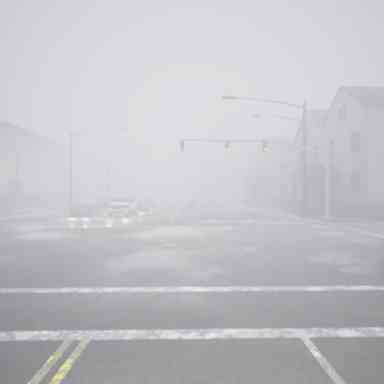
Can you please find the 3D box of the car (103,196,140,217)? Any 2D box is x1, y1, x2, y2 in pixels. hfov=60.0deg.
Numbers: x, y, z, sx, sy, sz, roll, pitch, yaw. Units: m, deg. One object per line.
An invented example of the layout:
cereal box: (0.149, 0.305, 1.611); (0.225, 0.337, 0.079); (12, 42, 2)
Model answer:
car: (-7.103, 1.430, 34.291); (2.150, 2.045, 5.566); (0, 0, 0)

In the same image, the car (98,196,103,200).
car: (-10.603, 1.480, 42.517); (2.150, 2.045, 5.566); (0, 0, 0)

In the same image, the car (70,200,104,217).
car: (-10.602, 1.766, 33.256); (1.994, 1.385, 4.181); (0, 0, 0)

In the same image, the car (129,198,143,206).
car: (-10.549, 1.908, 62.843); (1.812, 1.442, 4.674); (0, 0, 1)

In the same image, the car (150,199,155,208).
car: (-7.092, 1.807, 54.229); (1.882, 1.535, 5.008); (0, 0, 0)

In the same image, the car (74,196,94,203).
car: (-28.976, 1.994, 89.337); (2.038, 1.542, 4.974); (0, 0, 29)

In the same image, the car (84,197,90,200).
car: (-28.186, 1.962, 83.970); (2.038, 1.542, 4.974); (0, 0, -36)

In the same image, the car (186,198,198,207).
car: (-0.004, 1.846, 58.251); (2.128, 1.511, 4.902); (0, 0, 0)

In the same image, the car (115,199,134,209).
car: (-10.600, 1.868, 52.761); (2.033, 1.411, 5.357); (0, 0, 0)

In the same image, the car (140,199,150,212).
car: (-7.102, 1.771, 43.841); (1.837, 1.490, 4.892); (0, 0, 0)

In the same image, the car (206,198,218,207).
car: (3.594, 1.896, 60.843); (1.812, 1.442, 4.674); (0, 0, 0)
